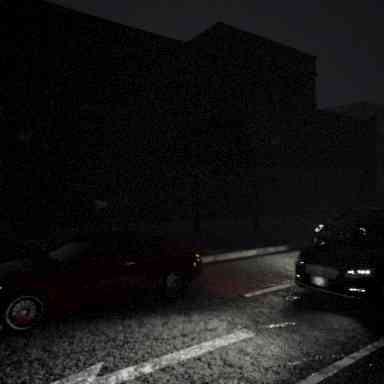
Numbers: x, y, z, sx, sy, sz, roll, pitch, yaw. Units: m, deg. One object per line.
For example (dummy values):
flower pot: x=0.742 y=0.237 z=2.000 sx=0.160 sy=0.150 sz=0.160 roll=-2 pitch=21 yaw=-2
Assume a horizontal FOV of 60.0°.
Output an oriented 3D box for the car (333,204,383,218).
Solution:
car: x=6.850 y=1.382 z=13.149 sx=4.553 sy=1.767 sz=2.097 roll=0 pitch=0 yaw=-35

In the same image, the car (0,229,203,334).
car: x=-1.895 y=1.533 z=6.881 sx=4.674 sy=1.442 sz=1.812 roll=0 pitch=0 yaw=-35

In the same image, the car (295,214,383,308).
car: x=4.519 y=1.512 z=8.037 sx=4.902 sy=1.511 sz=2.128 roll=0 pitch=0 yaw=-36
